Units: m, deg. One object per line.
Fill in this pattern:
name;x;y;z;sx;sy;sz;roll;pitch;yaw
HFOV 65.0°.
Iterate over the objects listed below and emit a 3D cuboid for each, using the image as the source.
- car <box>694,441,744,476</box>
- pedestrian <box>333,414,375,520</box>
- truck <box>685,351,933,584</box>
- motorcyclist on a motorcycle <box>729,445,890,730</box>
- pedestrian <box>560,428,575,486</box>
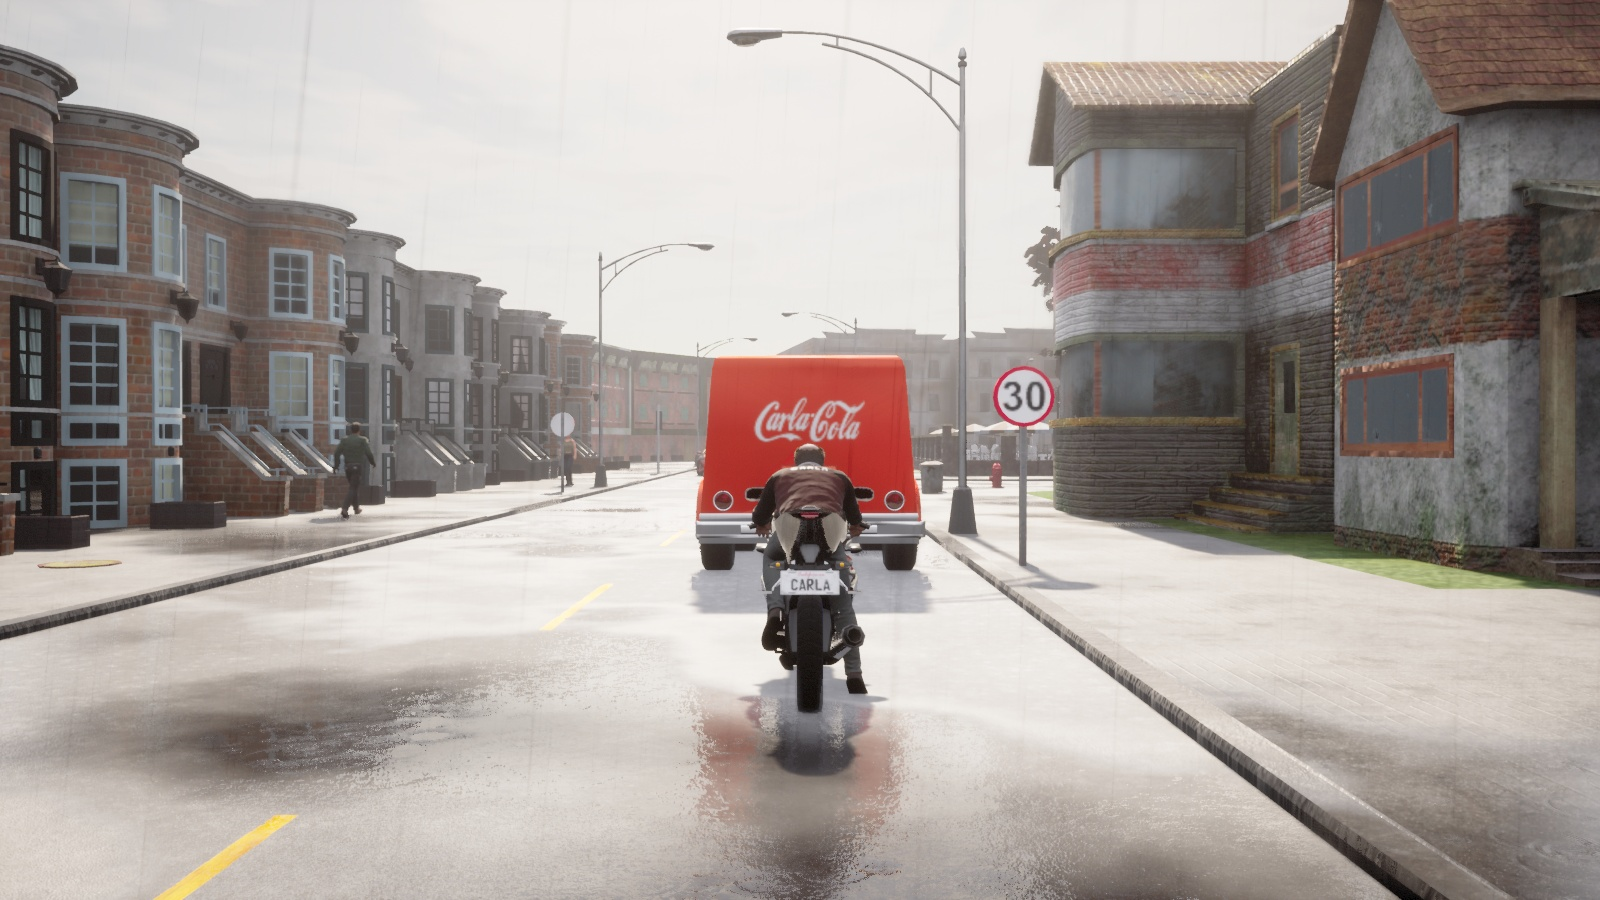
car;-3.681;0.364;57.887;2.007;1.525;4.514;0;0;0
pedestrian;-8.380;0.316;23.608;0.423;1.949;0.788;0;0;7
truck;0.105;0.170;15.910;2.627;2.467;5.204;0;0;0
motorcyclist on a motorcycle;0.059;0.737;7.850;0.866;1.530;2.191;0;0;0
pedestrian;-7.472;0.222;40.340;0.345;1.836;0.594;0;0;4
